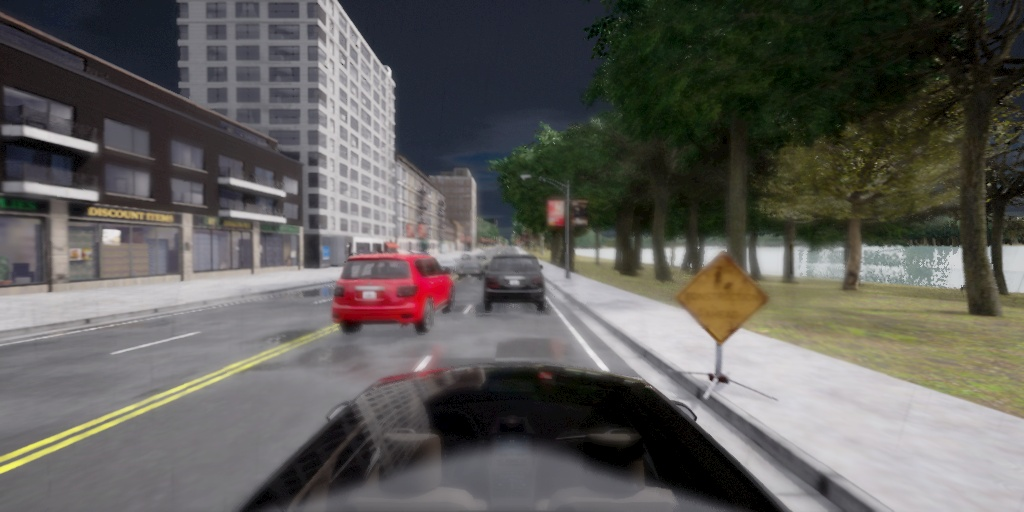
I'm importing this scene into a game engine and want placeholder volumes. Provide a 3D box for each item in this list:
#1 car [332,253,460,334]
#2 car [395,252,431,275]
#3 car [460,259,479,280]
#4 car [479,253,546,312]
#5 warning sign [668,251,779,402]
[{"bbox_3d":[-3.163,0.956,10.715,2.150,2.045,5.566,0,0,0],"label":"car"},{"bbox_3d":[-9.836,0.699,36.133,2.150,2.045,5.566,0,1,0],"label":"car"},{"bbox_3d":[-3.148,1.199,28.945,1.895,1.301,4.718,0,1,0],"label":"car"},{"bbox_3d":[0.099,0.945,14.166,2.150,2.045,5.566,0,0,0],"label":"car"},{"bbox_3d":[2.851,0.859,4.965,1.300,1.860,1.060,0,0,0],"label":"warning sign"}]
